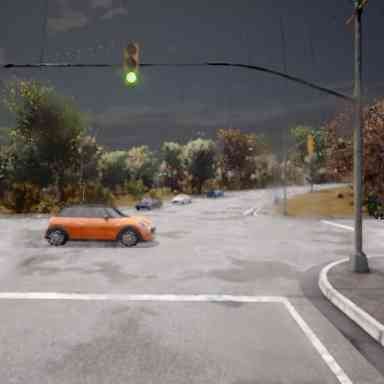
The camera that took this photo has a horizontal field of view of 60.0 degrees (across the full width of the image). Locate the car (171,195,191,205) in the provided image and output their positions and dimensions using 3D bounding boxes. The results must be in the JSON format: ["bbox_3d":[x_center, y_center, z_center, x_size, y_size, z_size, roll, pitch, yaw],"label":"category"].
[{"bbox_3d":[-1.649,1.150,52.234,1.812,1.442,4.674,0,2,21],"label":"car"}]

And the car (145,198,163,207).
[{"bbox_3d":[-5.281,1.478,41.511,2.033,1.411,5.357,0,1,16],"label":"car"}]

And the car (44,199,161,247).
[{"bbox_3d":[-3.888,1.353,14.581,4.553,1.767,2.097,0,0,3],"label":"car"}]

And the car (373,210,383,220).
[{"bbox_3d":[16.286,1.492,24.147,5.357,1.411,2.033,-1,0,3],"label":"car"}]

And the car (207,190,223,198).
[{"bbox_3d":[4.575,0.334,65.942,1.882,1.535,5.008,0,3,28],"label":"car"}]
